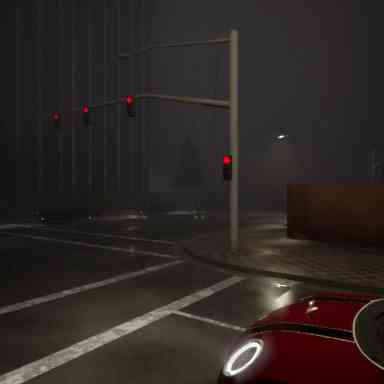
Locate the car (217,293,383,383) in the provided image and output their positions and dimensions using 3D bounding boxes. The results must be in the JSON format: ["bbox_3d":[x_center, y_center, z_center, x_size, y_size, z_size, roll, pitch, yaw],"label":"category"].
[{"bbox_3d":[2.394,1.352,2.250,4.553,1.767,2.097,0,0,36],"label":"car"}]

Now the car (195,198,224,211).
[{"bbox_3d":[2.247,1.491,41.859,2.128,1.511,4.902,0,0,36],"label":"car"}]

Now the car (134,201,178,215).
[{"bbox_3d":[-3.596,1.601,33.648,1.895,1.301,4.718,0,0,35],"label":"car"}]

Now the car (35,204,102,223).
[{"bbox_3d":[-9.376,1.601,25.493,1.895,1.301,4.718,0,0,35],"label":"car"}]
